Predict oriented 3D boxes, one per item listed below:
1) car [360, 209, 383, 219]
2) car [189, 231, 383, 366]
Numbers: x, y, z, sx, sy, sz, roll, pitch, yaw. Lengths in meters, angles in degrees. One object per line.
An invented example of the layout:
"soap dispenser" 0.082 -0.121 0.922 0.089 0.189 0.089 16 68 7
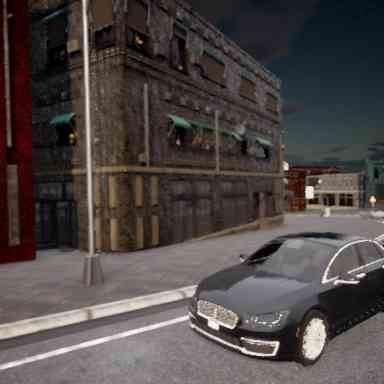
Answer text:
"car" 23.091 2.751 42.210 1.895 1.301 4.718 -1 -3 9
"car" 2.154 1.526 5.955 4.892 1.490 1.837 1 0 -40
